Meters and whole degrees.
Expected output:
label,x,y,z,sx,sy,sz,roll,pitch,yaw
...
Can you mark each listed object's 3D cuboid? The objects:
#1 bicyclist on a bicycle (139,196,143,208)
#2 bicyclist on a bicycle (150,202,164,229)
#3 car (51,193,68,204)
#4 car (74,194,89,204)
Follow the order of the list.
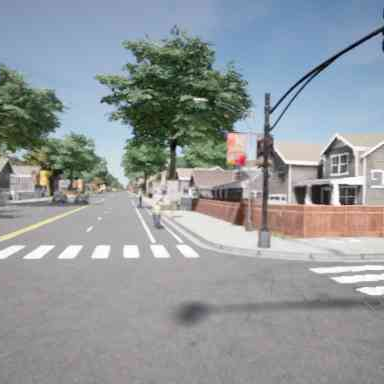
label,x,y,z,sx,sy,sz,roll,pitch,yaw
bicyclist on a bicycle,-6.944,1.312,44.935,0.582,1.620,1.656,2,0,-11
bicyclist on a bicycle,-2.142,1.406,20.336,0.866,1.612,1.509,2,0,-11
car,-20.525,0.977,51.861,2.128,1.511,4.902,2,0,-11
car,-17.338,1.067,52.487,2.128,1.511,4.902,2,0,-11
